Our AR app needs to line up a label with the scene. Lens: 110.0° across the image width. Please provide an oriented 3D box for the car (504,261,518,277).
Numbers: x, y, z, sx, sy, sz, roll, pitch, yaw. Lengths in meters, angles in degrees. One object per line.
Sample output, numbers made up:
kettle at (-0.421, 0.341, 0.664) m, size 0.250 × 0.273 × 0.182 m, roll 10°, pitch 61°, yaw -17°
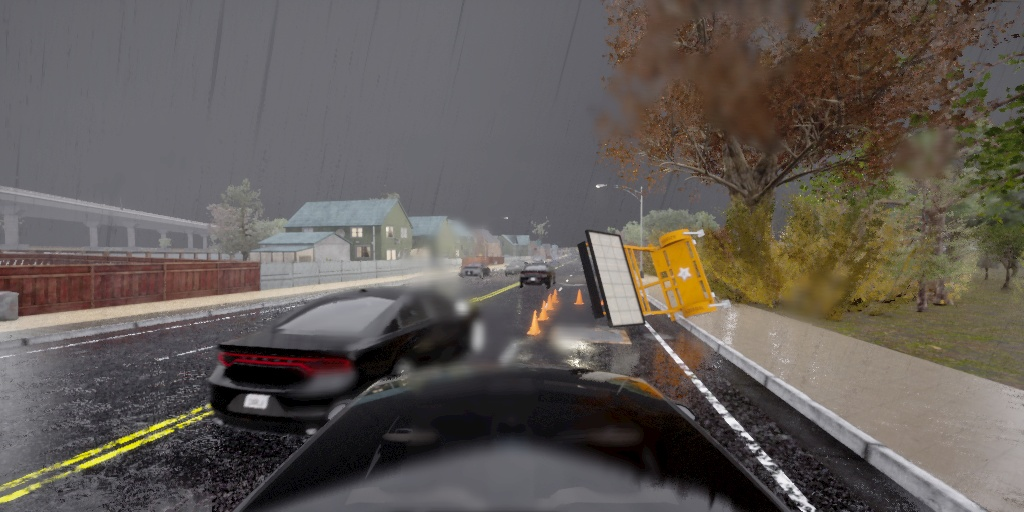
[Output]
car at (0.570, 1.223, 34.587) m, size 1.837 × 1.490 × 4.892 m, roll 0°, pitch 0°, yaw 12°

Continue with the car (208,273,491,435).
car at (-1.919, 1.226, 5.829) m, size 1.882 × 1.535 × 5.008 m, roll 0°, pitch 0°, yaw 12°

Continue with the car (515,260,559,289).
car at (1.759, 1.210, 23.416) m, size 1.882 × 1.535 × 5.008 m, roll 0°, pitch 0°, yaw 12°

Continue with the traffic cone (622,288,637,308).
traffic cone at (4.769, 1.695, 14.516) m, size 0.340 × 0.580 × 0.340 m, roll 0°, pitch 0°, yaw 12°

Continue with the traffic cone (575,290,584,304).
traffic cone at (2.812, 1.695, 14.926) m, size 0.340 × 0.580 × 0.340 m, roll 0°, pitch 0°, yaw 12°

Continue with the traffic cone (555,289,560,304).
traffic cone at (1.834, 1.696, 15.131) m, size 0.340 × 0.580 × 0.340 m, roll 0°, pitch 0°, yaw 12°

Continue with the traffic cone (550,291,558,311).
traffic cone at (1.424, 1.697, 13.173) m, size 0.340 × 0.580 × 0.340 m, roll 0°, pitch 0°, yaw 12°

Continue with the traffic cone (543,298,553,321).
traffic cone at (1.015, 1.699, 11.216) m, size 0.340 × 0.580 × 0.340 m, roll 0°, pitch 0°, yaw 12°

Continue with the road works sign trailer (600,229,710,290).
road works sign trailer at (4.618, -0.997, 10.627) m, size 2.880 × 3.560 × 2.380 m, roll 0°, pitch 0°, yaw -25°

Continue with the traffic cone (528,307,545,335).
traffic cone at (0.605, 1.700, 9.258) m, size 0.340 × 0.580 × 0.340 m, roll 0°, pitch 0°, yaw 12°

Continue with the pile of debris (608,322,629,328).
pile of debris at (1.939, 1.910, 8.992) m, size 1.860 × 0.140 × 1.500 m, roll 0°, pitch 0°, yaw 12°

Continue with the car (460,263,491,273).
car at (-3.240, 1.288, 32.241) m, size 1.994 × 1.385 × 4.181 m, roll 0°, pitch 0°, yaw 12°

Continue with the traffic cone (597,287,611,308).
traffic cone at (3.791, 1.695, 14.722) m, size 0.340 × 0.580 × 0.340 m, roll 0°, pitch 0°, yaw 12°
